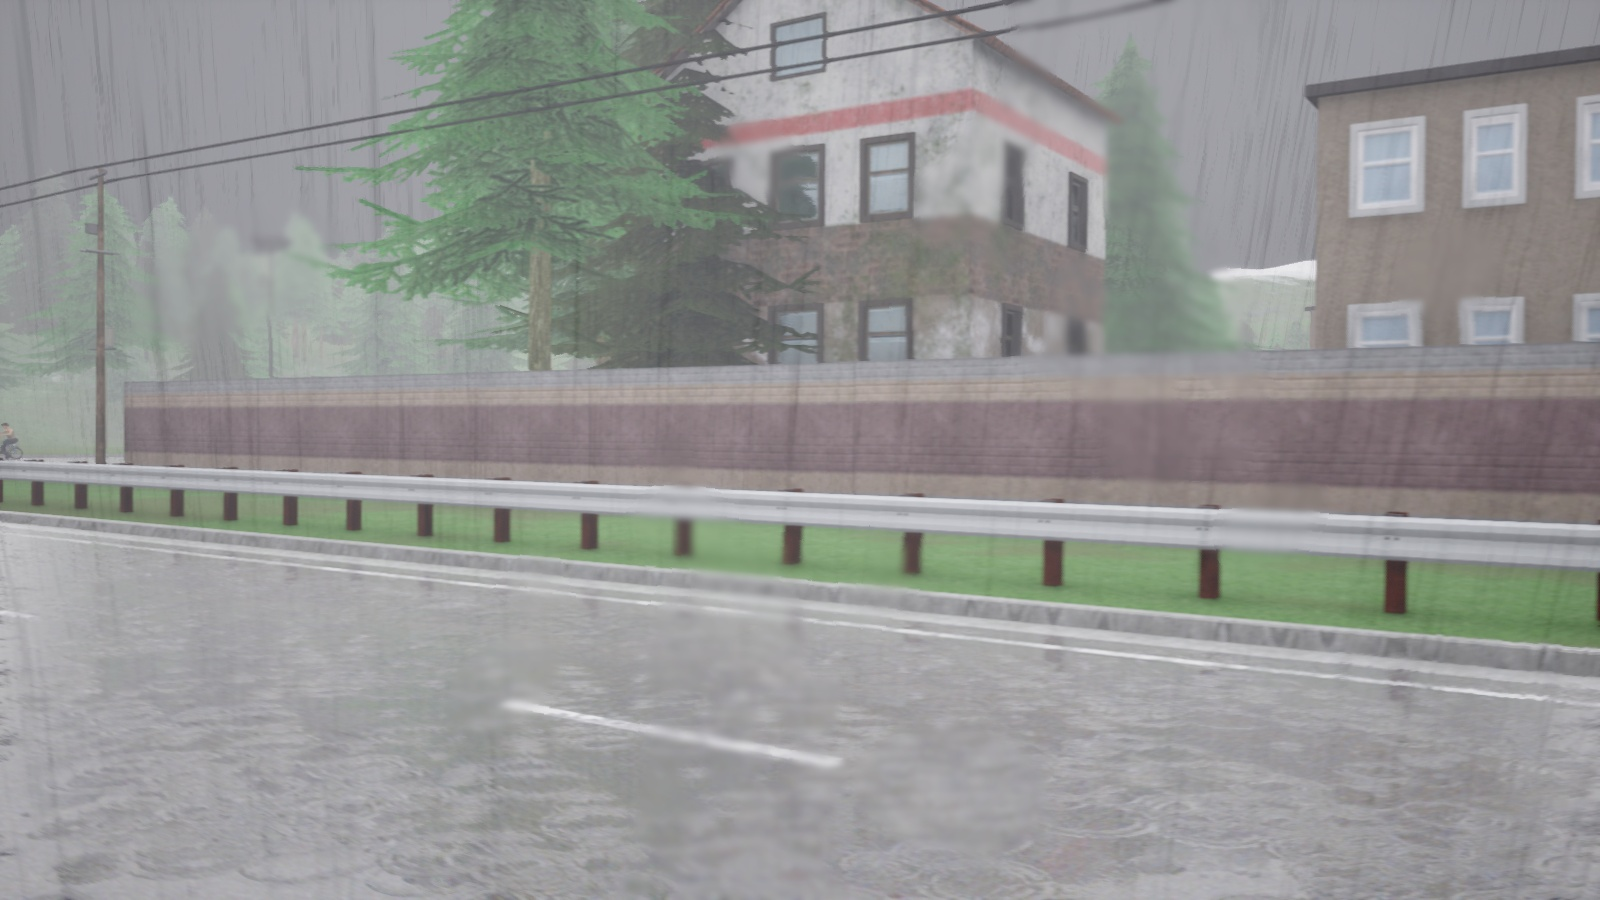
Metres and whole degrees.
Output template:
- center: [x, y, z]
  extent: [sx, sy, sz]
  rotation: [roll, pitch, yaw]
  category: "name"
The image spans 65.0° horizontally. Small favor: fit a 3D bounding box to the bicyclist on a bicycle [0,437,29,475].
- center: [-34.288, 0.239, 54.179]
  extent: [0.866, 1.612, 1.509]
  rotation: [0, 1, 34]
  category: "bicyclist on a bicycle"
